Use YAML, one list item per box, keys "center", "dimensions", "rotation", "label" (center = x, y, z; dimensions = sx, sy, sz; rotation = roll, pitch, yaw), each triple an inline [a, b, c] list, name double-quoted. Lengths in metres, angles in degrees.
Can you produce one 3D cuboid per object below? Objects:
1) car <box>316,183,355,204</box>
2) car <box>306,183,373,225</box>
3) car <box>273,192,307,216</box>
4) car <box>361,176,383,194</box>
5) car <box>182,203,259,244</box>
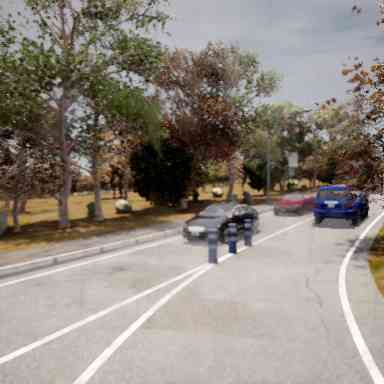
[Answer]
- center: [13.651, 0.078, 31.431]
  dimensions: [1.882, 1.535, 5.008]
  rotation: [-1, 3, 41]
  label: "car"
- center: [8.663, 0.628, 19.132]
  dimensions: [2.150, 2.045, 5.566]
  rotation: [0, 3, 36]
  label: "car"
- center: [7.364, 0.779, 23.551]
  dimensions: [1.812, 1.442, 4.674]
  rotation: [0, 3, 37]
  label: "car"
- center: [21.164, -0.928, 39.883]
  dimensions: [2.150, 2.045, 5.566]
  rotation: [-1, 4, 43]
  label: "car"
- center: [1.433, 1.269, 14.836]
  dimensions: [2.128, 1.511, 4.902]
  rotation: [0, 2, 33]
  label: "car"
